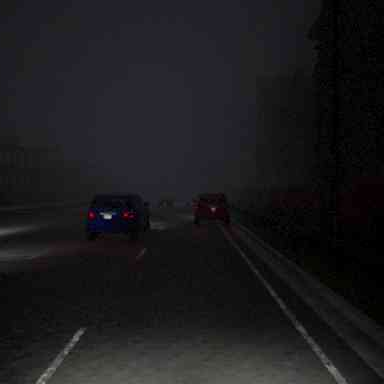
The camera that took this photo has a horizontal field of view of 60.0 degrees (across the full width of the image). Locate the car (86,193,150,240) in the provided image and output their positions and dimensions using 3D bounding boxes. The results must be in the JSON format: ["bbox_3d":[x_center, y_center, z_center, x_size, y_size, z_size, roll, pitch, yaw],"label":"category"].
[{"bbox_3d":[-3.402,1.079,16.125,2.150,2.045,5.566,0,1,0],"label":"car"}]

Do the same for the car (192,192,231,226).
[{"bbox_3d":[1.223,1.033,21.692,2.150,2.045,5.566,0,1,0],"label":"car"}]

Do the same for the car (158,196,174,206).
[{"bbox_3d":[-3.404,1.211,44.353,1.895,1.301,4.718,0,1,0],"label":"car"}]

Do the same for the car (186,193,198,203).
[{"bbox_3d":[-0.003,0.984,57.965,2.128,1.511,4.902,0,1,0],"label":"car"}]

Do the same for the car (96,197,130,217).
[{"bbox_3d":[-6.902,1.245,29.526,1.837,1.490,4.892,0,1,0],"label":"car"}]

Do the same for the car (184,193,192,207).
[{"bbox_3d":[0.010,1.139,43.939,1.812,1.442,4.674,0,1,0],"label":"car"}]
